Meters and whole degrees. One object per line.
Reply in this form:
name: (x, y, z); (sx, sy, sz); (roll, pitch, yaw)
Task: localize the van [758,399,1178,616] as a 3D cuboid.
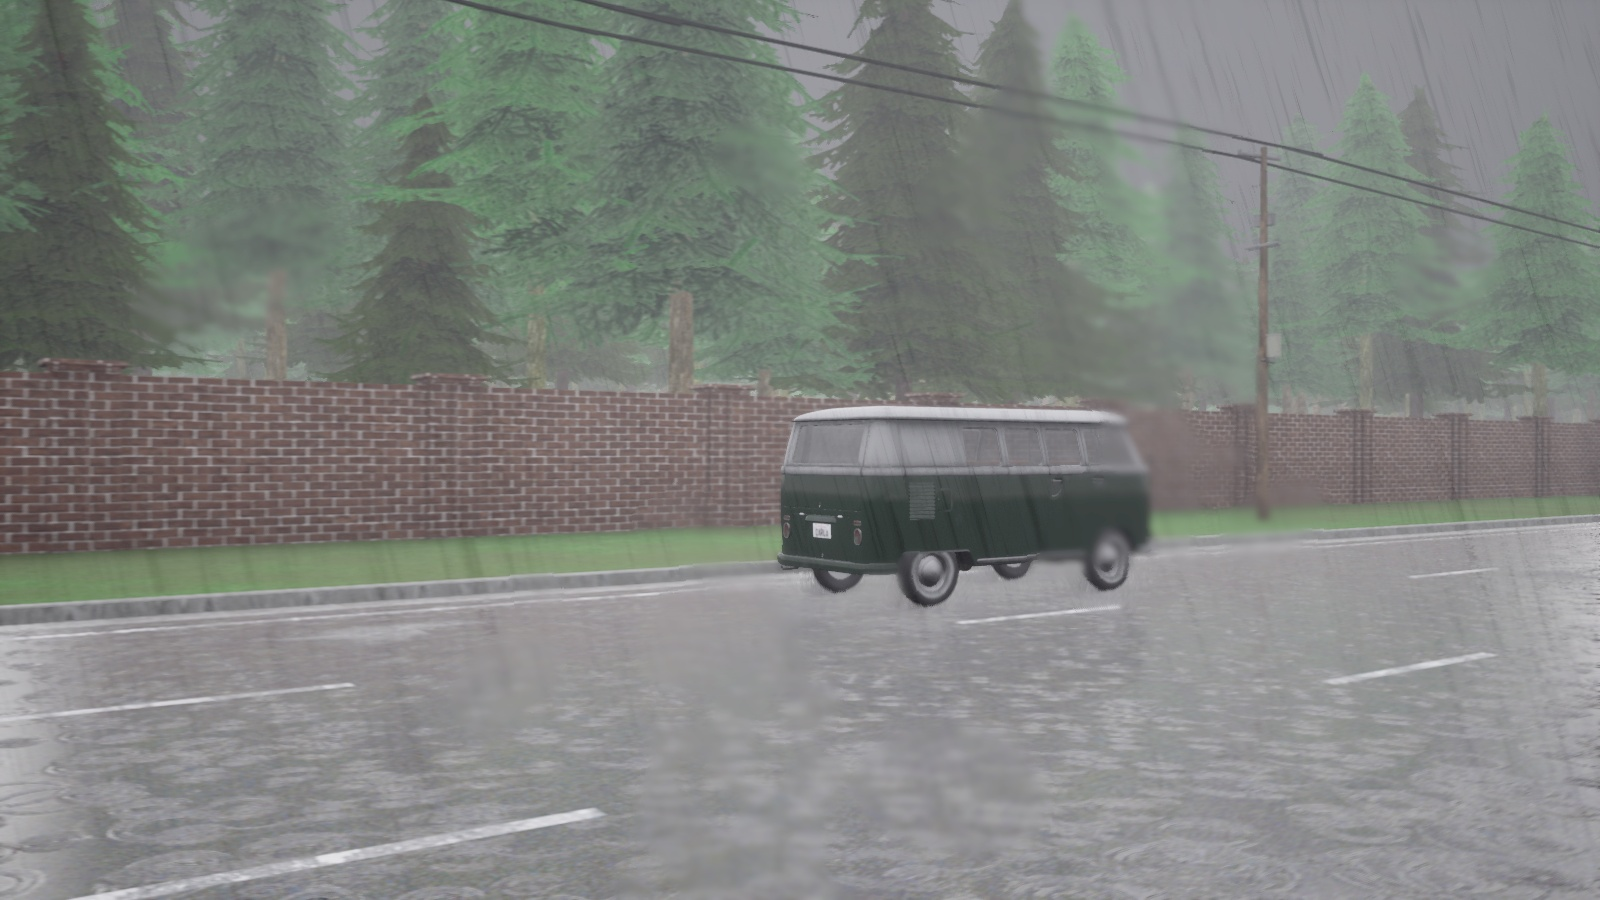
van: (1.901, 0.527, 13.512); (4.442, 1.987, 1.775); (0, 0, -35)
